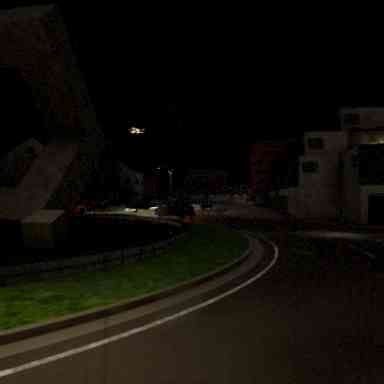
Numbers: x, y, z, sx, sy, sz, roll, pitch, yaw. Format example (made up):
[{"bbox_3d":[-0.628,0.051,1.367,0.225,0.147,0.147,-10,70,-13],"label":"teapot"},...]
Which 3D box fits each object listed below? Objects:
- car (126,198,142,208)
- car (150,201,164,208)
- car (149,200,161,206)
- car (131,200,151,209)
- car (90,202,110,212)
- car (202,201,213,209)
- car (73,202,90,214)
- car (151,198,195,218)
[{"bbox_3d":[-11.617,2.272,68.015,2.150,2.045,5.566,0,-1,9],"label":"car"},{"bbox_3d":[-7.506,2.655,71.661,1.994,1.385,4.181,0,-1,9],"label":"car"},{"bbox_3d":[-9.215,2.807,83.447,1.812,1.442,4.674,0,-1,9],"label":"car"},{"bbox_3d":[-9.165,2.549,61.521,1.895,1.301,4.718,0,-1,10],"label":"car"},{"bbox_3d":[-14.982,2.309,52.967,2.128,1.511,4.902,0,-1,19],"label":"car"},{"bbox_3d":[3.013,2.466,63.562,2.128,1.511,4.902,0,-1,8],"label":"car"},{"bbox_3d":[-15.984,2.017,42.835,2.097,1.767,4.553,-1,-1,31],"label":"car"},{"bbox_3d":[-1.971,1.934,37.659,4.553,1.767,2.097,0,-1,35],"label":"car"}]
